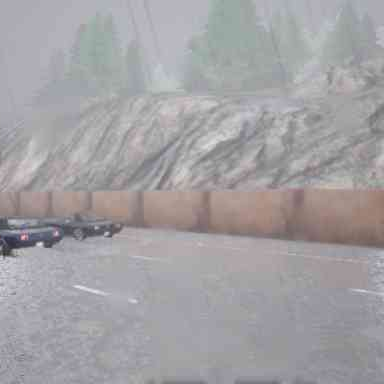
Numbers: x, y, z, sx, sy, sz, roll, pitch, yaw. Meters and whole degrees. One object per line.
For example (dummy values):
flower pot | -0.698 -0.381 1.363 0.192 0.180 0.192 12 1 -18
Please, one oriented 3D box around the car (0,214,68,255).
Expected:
car | -7.429 1.650 13.593 4.718 1.301 1.895 0 0 36

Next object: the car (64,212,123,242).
car | -5.756 1.652 16.695 4.718 1.301 1.895 0 0 36
